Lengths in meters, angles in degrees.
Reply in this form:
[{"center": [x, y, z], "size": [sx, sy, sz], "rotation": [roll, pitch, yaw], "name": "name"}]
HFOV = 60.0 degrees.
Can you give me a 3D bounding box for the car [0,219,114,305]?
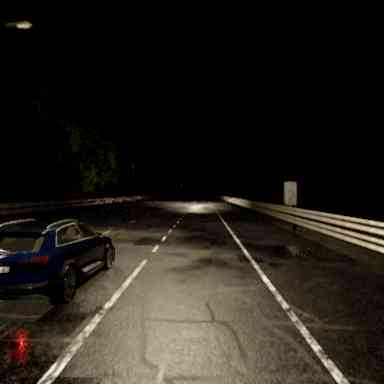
[{"center": [-3.369, 1.447, 8.126], "size": [2.033, 1.649, 4.856], "rotation": [0, 0, 2], "name": "car"}]
